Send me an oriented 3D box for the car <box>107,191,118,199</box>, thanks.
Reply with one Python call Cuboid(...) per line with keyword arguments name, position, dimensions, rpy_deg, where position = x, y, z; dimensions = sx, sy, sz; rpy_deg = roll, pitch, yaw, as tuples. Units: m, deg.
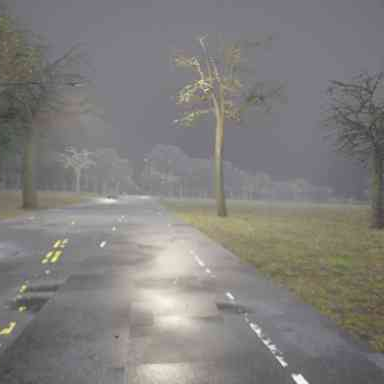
Cuboid(name="car", position=(-19.152, 0.786, 80.146), dimensions=(2.150, 2.045, 5.566), rpy_deg=(1, 0, -9))
